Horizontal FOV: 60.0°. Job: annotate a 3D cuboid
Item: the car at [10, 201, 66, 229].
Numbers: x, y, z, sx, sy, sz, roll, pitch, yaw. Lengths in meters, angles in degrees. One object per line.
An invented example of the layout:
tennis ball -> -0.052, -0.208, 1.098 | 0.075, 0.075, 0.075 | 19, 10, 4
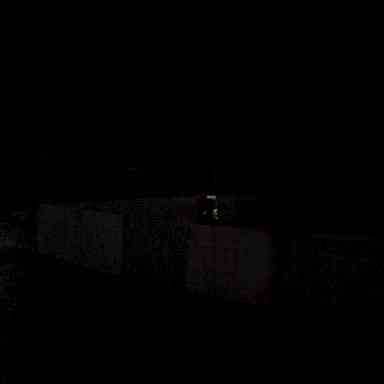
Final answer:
car -> -8.681, 1.344, 20.822 | 1.882, 1.535, 5.008 | -2, -1, 36

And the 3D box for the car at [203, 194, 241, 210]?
car -> 3.425, 1.096, 37.308 | 1.882, 1.535, 5.008 | -2, -1, 37

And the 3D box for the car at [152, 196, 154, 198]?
car -> -2.760, 1.095, 28.902 | 2.097, 1.767, 4.553 | -2, -1, 34

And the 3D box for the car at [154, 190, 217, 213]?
car -> -0.194, 0.864, 27.423 | 2.150, 2.045, 5.566 | -2, -1, 36
